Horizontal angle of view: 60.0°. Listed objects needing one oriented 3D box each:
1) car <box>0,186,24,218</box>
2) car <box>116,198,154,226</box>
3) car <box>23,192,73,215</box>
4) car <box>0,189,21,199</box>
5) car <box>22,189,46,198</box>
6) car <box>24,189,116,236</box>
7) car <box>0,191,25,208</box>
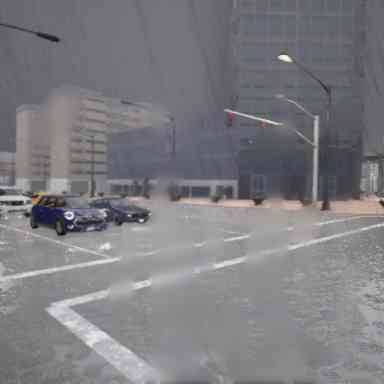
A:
[{"bbox_3d":[-12.644,0.622,22.444,2.150,2.045,5.566,-1,1,-45],"label":"car"},{"bbox_3d":[-4.509,1.053,19.278,5.357,1.411,2.033,2,2,45],"label":"car"},{"bbox_3d":[-11.460,0.815,26.207,5.008,1.535,1.882,1,1,45],"label":"car"},{"bbox_3d":[-30.162,0.285,55.032,1.837,1.490,4.892,-1,1,-45],"label":"car"},{"bbox_3d":[-26.993,0.251,56.817,4.902,1.511,2.128,1,1,45],"label":"car"},{"bbox_3d":[-5.853,0.921,15.670,4.553,1.767,2.097,2,2,45],"label":"car"},{"bbox_3d":[-18.800,0.678,33.547,4.902,1.511,2.128,1,1,45],"label":"car"}]
